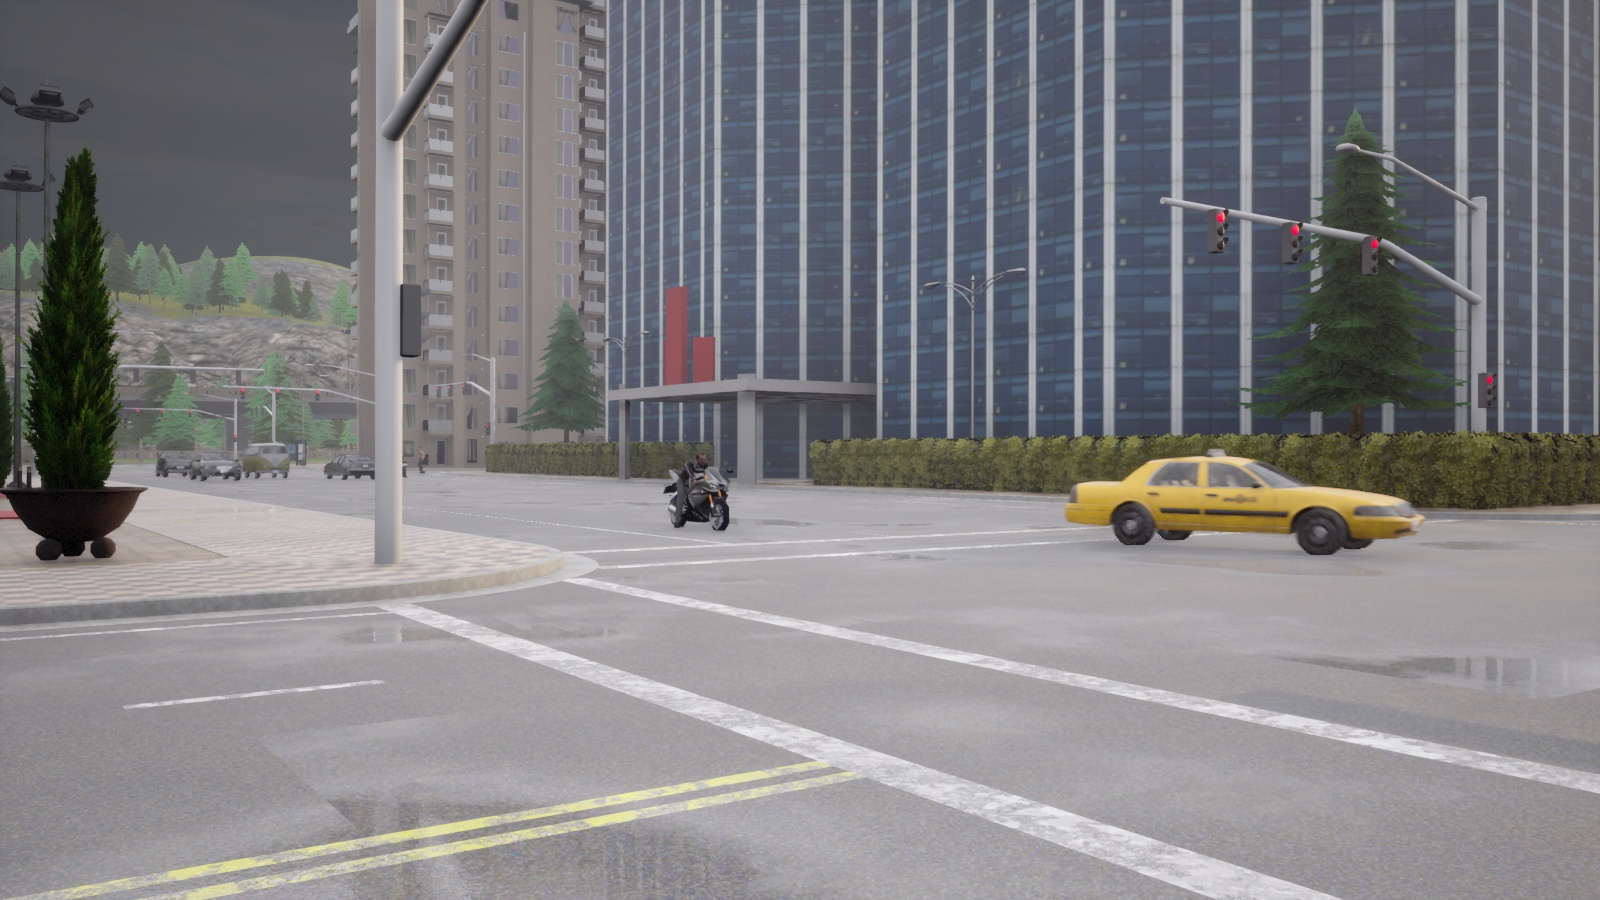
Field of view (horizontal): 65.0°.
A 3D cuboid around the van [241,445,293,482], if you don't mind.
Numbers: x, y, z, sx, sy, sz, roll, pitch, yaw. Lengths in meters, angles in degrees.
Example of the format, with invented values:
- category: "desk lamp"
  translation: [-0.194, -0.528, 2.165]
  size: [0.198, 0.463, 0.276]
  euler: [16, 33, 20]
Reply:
- category: "van"
  translation: [-29.874, 0.733, 70.358]
  size: [1.775, 1.987, 4.442]
  euler: [0, 0, -35]

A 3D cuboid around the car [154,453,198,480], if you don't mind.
- category: "car"
  translation: [-36.895, 0.983, 74.239]
  size: [1.789, 1.549, 3.705]
  euler: [0, 0, -35]

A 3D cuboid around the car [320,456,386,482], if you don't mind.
- category: "car"
  translation: [-24.587, 1.013, 68.936]
  size: [2.033, 1.411, 5.357]
  euler: [0, 0, -35]

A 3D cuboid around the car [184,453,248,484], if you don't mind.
- category: "car"
  translation: [-30.029, 0.923, 64.508]
  size: [2.128, 1.511, 4.902]
  euler: [0, 0, -35]

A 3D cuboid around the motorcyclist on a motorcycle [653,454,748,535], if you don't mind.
- category: "motorcyclist on a motorcycle"
  translation: [-1.993, 0.845, 24.775]
  size: [0.866, 1.530, 2.191]
  euler: [0, 0, -35]

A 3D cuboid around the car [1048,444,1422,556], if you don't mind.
- category: "car"
  translation: [6.801, 0.719, 20.094]
  size: [5.366, 1.575, 1.801]
  euler: [0, 0, 40]
